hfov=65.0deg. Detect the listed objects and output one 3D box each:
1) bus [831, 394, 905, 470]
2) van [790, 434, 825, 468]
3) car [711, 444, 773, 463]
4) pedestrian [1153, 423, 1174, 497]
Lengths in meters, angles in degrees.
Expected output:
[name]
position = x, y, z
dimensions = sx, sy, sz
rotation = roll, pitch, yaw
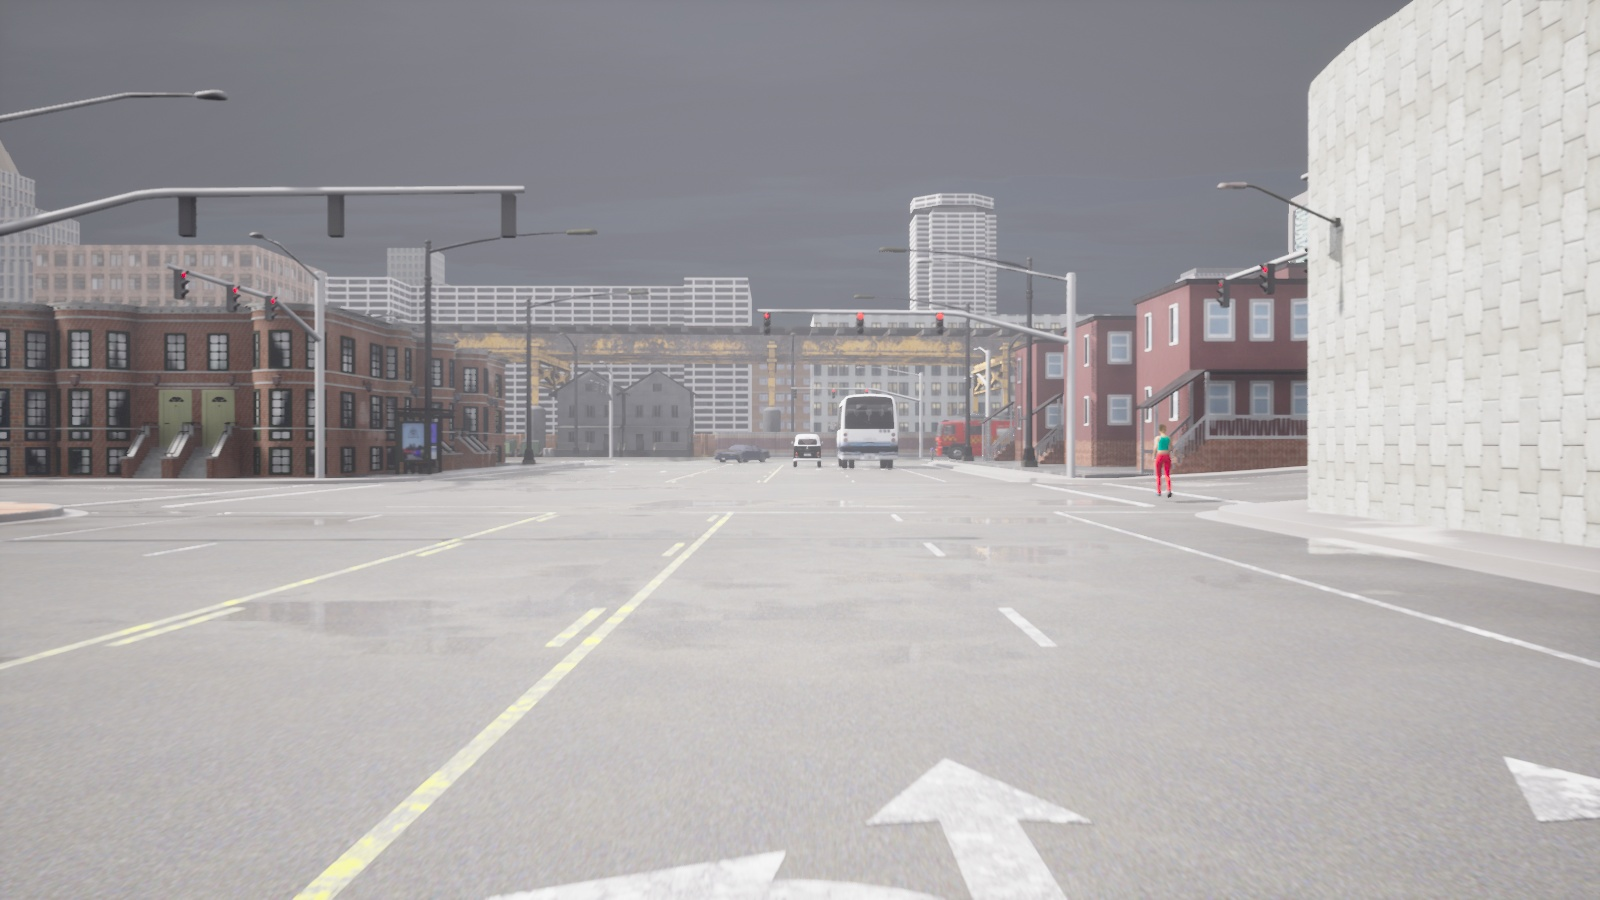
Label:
[bus]
position = 3.947, -1.054, 75.771
dimensions = 3.944, 4.253, 10.273
rotation = 0, 0, 0
[van]
position = 0.460, 0.030, 78.128
dimensions = 2.069, 2.038, 4.480
rotation = 0, 0, 0
[car]
position = -4.314, 0.259, 94.395
dimensions = 2.033, 1.411, 5.357
rotation = 0, 0, 31
[pedestrian]
position = 9.079, 0.252, 31.351
dimensions = 0.345, 1.836, 0.594
rotation = 0, 0, 1
